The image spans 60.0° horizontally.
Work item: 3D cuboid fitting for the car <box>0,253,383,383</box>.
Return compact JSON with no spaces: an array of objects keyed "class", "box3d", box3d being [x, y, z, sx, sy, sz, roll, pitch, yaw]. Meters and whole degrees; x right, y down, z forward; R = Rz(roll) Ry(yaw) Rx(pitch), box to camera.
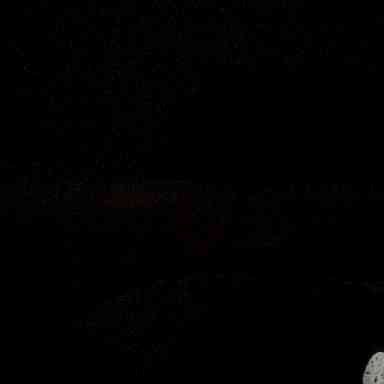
[{"class":"car","box3d":[0.137,1.466,3.300,5.008,1.535,1.882,0,0,-34]}]
